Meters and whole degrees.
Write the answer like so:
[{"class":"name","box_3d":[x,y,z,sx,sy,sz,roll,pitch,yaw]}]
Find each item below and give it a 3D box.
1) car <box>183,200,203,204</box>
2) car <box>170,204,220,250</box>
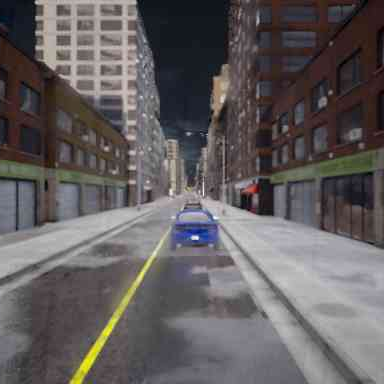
[{"class":"car","box_3d":[0.121,1.529,34.077,2.128,1.511,4.902,0,0,0]},{"class":"car","box_3d":[0.109,1.490,14.379,1.882,1.535,5.008,0,0,0]}]
